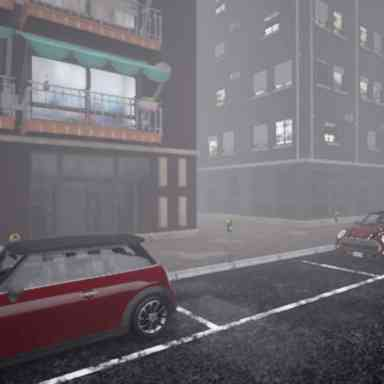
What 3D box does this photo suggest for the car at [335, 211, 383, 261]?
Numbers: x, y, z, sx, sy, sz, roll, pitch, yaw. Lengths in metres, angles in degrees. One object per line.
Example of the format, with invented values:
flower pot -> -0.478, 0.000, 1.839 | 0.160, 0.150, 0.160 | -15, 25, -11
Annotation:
car -> 6.696, 1.377, 11.336 | 4.097, 1.590, 1.967 | 0, 0, -35

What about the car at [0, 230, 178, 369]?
car -> -2.324, 1.436, 4.903 | 4.097, 1.590, 1.967 | 0, 0, -35
